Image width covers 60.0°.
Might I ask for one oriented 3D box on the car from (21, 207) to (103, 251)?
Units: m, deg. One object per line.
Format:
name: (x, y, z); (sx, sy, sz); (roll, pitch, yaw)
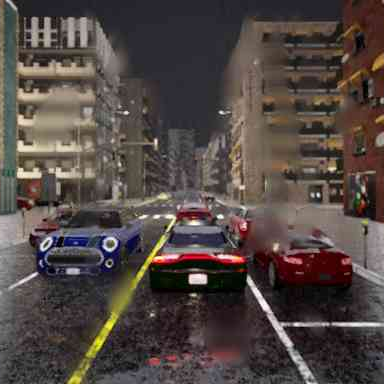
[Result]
car: (-5.267, 1.434, 14.143); (1.802, 1.307, 4.206); (1, 1, 0)

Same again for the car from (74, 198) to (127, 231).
car: (-5.252, 1.235, 19.690); (1.967, 1.590, 4.097); (1, 1, 0)

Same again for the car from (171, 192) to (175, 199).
car: (-5.088, 0.805, 69.073); (1.752, 1.417, 4.829); (1, 1, 0)

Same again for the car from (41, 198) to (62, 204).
car: (-17.501, 1.174, 39.117); (4.313, 1.339, 1.947); (0, 0, 0)

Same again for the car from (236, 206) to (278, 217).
car: (2.619, 1.293, 14.138); (1.967, 1.590, 4.097); (1, 1, 0)

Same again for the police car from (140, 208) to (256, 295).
police car: (0.124, 1.414, 8.573); (2.038, 1.542, 4.974); (0, 1, 0)

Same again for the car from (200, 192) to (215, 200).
car: (2.739, 1.007, 52.236); (2.008, 1.369, 4.403); (1, 1, 0)

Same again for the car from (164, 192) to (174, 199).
car: (-5.069, 0.784, 74.914); (1.947, 1.339, 4.313); (1, 1, 0)

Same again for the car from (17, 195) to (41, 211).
car: (-17.464, 0.908, 31.237); (5.009, 1.841, 2.192); (0, 0, 0)

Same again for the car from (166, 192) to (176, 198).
car: (-5.051, 0.703, 80.584); (1.887, 1.381, 4.507); (1, 1, 0)

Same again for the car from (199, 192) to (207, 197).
car: (2.847, 0.651, 86.260); (2.008, 1.369, 4.403); (1, 1, 0)

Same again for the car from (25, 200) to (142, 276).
car: (-2.779, 1.245, 10.054); (2.097, 1.767, 4.553); (0, 1, 1)

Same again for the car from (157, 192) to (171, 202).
car: (-5.124, 0.923, 57.732); (1.752, 1.417, 4.829); (1, 1, 0)

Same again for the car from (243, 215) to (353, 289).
car: (2.600, 1.492, 8.591); (1.802, 1.307, 4.206); (1, 1, 0)

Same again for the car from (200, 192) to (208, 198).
car: (2.829, 0.704, 80.589); (1.887, 1.381, 4.507); (1, 1, 0)

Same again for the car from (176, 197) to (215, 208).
car: (0.124, 1.279, 19.034); (1.882, 1.535, 5.008); (0, 1, 0)
